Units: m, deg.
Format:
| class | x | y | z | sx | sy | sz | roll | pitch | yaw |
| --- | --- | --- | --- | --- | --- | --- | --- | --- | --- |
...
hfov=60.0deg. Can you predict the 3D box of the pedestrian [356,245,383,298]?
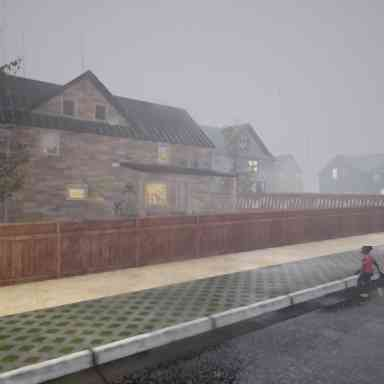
| class | x | y | z | sx | sy | sz | roll | pitch | yaw |
| --- | --- | --- | --- | --- | --- | --- | --- | --- | --- |
| pedestrian | 3.805 | 1.297 | 7.138 | 0.375 | 1.860 | 0.375 | 1 | 0 | -38 |
